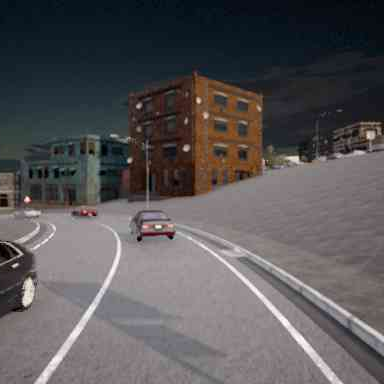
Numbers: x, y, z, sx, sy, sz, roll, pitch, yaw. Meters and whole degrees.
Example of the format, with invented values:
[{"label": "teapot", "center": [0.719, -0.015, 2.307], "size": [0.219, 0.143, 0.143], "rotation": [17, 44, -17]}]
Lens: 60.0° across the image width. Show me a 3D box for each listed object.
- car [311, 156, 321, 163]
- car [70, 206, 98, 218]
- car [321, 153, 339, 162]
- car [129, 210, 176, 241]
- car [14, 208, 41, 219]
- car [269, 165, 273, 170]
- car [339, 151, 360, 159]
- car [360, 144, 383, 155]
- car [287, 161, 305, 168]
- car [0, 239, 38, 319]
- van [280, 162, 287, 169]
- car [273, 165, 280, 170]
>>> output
[{"label": "car", "center": [21.164, -5.022, 54.214], "size": [2.185, 1.767, 4.553], "rotation": [0, 1, -1]}, {"label": "car", "center": [-12.657, 2.307, 38.800], "size": [1.895, 1.301, 4.718], "rotation": [-1, -1, -36]}, {"label": "car", "center": [21.281, -4.914, 48.695], "size": [2.185, 1.767, 4.553], "rotation": [0, 1, -1]}, {"label": "car", "center": [-2.222, 1.676, 17.697], "size": [2.033, 1.411, 5.357], "rotation": [0, -1, -16]}, {"label": "car", "center": [-21.305, 2.751, 43.060], "size": [4.718, 1.301, 1.895], "rotation": [-4, -2, 44]}, {"label": "car", "center": [20.582, -5.618, 81.747], "size": [2.435, 2.045, 5.566], "rotation": [0, 1, -1]}, {"label": "car", "center": [21.401, -4.634, 43.025], "size": [2.002, 1.452, 4.674], "rotation": [0, 1, -1]}, {"label": "car", "center": [21.517, -4.688, 37.530], "size": [2.185, 1.767, 4.553], "rotation": [0, 1, -1]}, {"label": "car", "center": [20.931, -5.098, 65.228], "size": [2.231, 1.521, 4.892], "rotation": [0, 1, -1]}, {"label": "car", "center": [-3.947, 1.526, 4.961], "size": [1.837, 1.490, 4.892], "rotation": [0, 0, -4]}, {"label": "van", "center": [20.817, -5.418, 70.620], "size": [1.878, 1.987, 4.442], "rotation": [0, 1, -1]}, {"label": "car", "center": [20.699, -5.243, 76.265], "size": [2.002, 1.452, 4.674], "rotation": [0, 1, -1]}]
